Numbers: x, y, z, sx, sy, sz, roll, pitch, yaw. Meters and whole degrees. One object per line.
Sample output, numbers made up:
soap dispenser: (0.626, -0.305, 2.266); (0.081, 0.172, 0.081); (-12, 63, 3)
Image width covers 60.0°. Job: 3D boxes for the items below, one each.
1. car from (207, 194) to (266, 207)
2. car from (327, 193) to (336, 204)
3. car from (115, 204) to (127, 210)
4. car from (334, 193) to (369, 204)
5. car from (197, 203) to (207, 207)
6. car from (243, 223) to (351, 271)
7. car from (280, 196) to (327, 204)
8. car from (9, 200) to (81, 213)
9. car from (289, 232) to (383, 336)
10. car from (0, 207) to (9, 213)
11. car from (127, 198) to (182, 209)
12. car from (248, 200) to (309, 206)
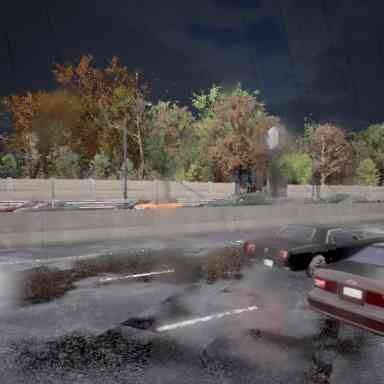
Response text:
car: (4.497, 1.221, 30.807); (5.566, 2.045, 2.150); (0, 0, -30)
car: (20.974, 1.228, 48.570); (5.566, 2.045, 2.150); (0, 0, -30)
car: (-5.260, 1.505, 33.200); (4.892, 1.490, 1.837); (0, 0, -30)
car: (21.952, 1.358, 45.090); (4.553, 1.767, 2.097); (0, 0, -30)
car: (3.174, 1.548, 38.152); (5.357, 1.411, 2.033); (0, 0, -30)
car: (3.938, 1.600, 9.965); (4.718, 1.301, 1.895); (0, 0, -30)
car: (13.436, 1.493, 40.101); (4.902, 1.511, 2.128); (0, 0, -30)
car: (-11.135, 1.492, 25.704); (4.902, 1.511, 2.128); (0, 0, -30)
car: (4.523, 1.546, 6.241); (5.357, 1.411, 2.033); (0, 0, -31)
car: (-13.629, 1.478, 28.301); (5.008, 1.535, 1.882); (0, 0, -30)
car: (-3.153, 1.352, 30.380); (4.553, 1.767, 2.097); (0, 0, -30)
car: (7.415, 1.601, 28.464); (4.718, 1.301, 1.895); (0, 0, -30)
